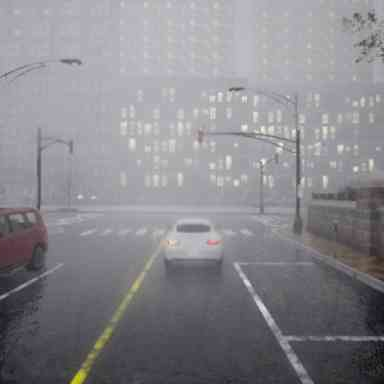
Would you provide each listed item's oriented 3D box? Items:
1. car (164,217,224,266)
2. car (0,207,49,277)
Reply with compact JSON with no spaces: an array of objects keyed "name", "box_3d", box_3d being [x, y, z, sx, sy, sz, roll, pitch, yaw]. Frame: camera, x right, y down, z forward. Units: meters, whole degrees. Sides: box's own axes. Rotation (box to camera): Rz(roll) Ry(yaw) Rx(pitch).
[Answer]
[{"name":"car","box_3d":[0.063,1.586,11.633,1.812,1.442,4.674,0,0,1]},{"name":"car","box_3d":[-5.370,1.358,8.275,2.192,1.841,5.009,0,0,0]}]
